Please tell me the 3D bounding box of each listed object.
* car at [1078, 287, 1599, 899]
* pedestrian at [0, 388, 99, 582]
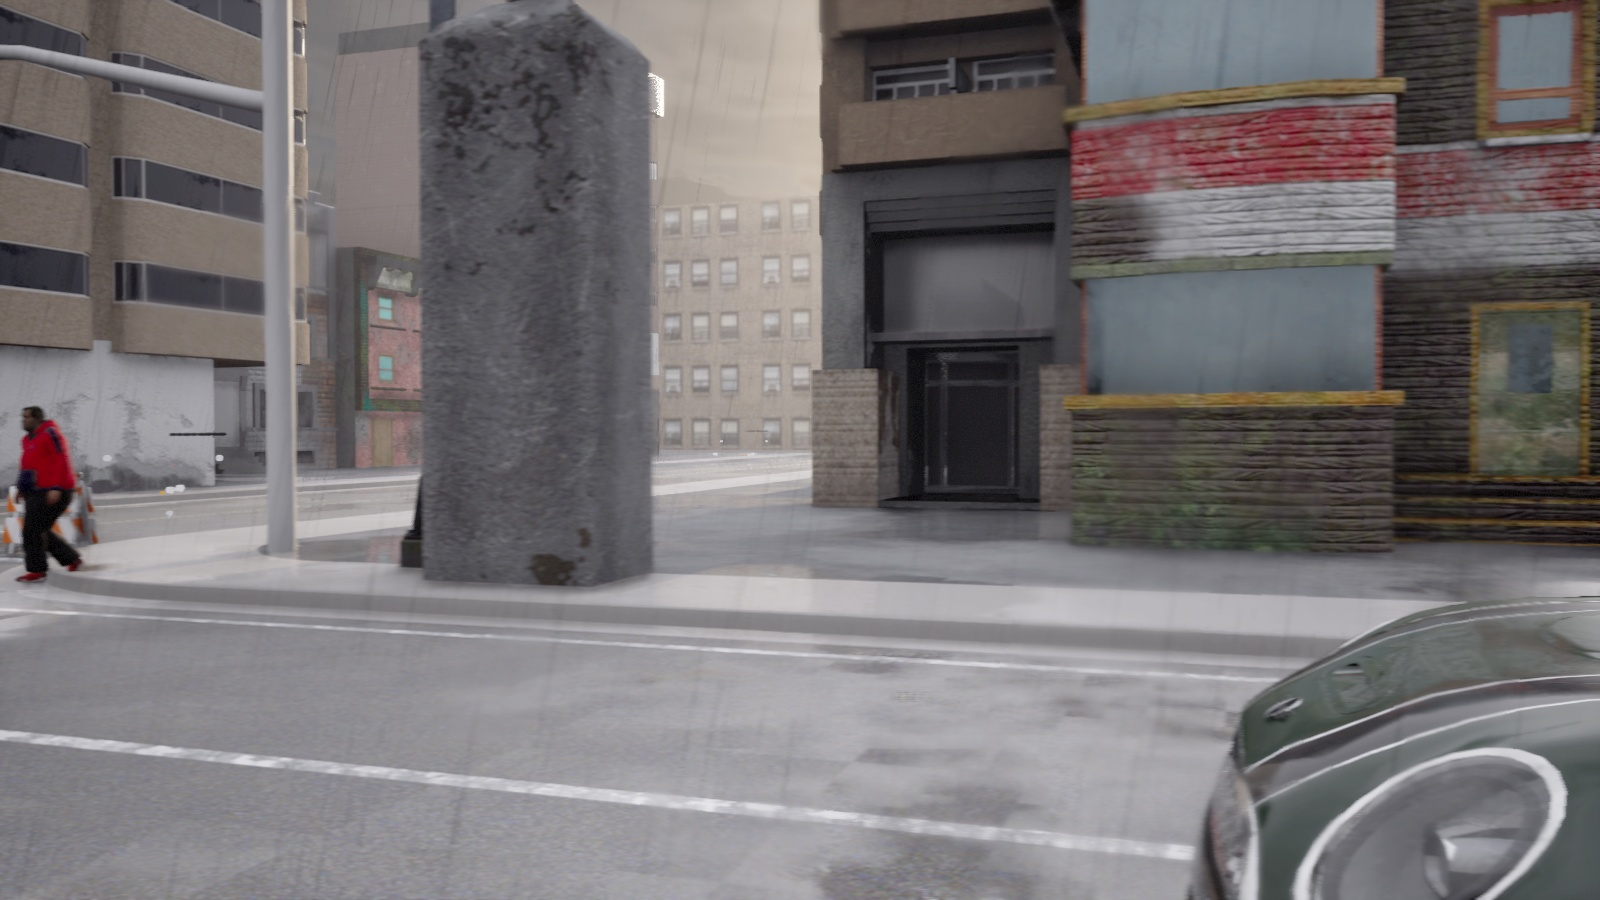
[{"bbox_3d":[2.921,0.661,2.208,4.553,1.767,2.097,1,1,19],"label":"car"},{"bbox_3d":[-7.595,0.324,12.492,0.634,1.844,0.899,1,1,39],"label":"pedestrian"}]
